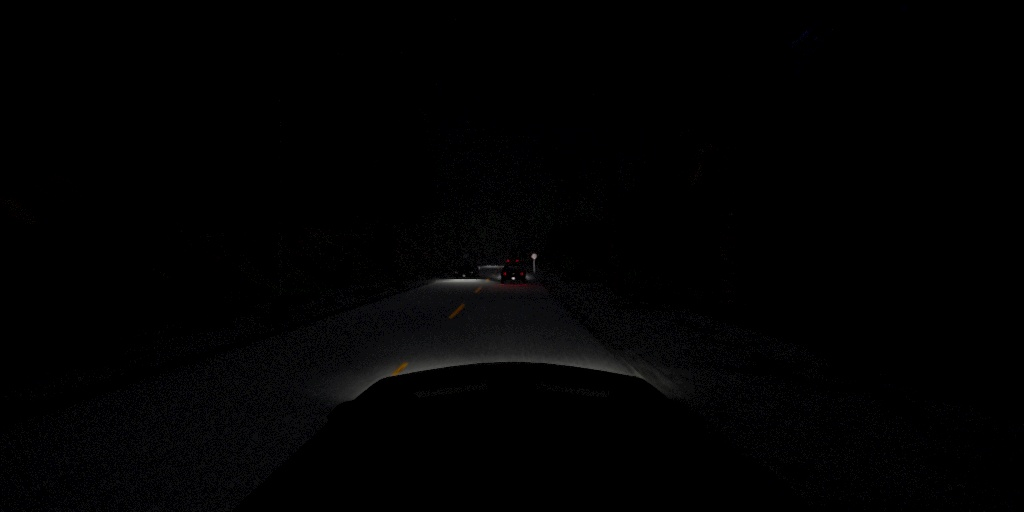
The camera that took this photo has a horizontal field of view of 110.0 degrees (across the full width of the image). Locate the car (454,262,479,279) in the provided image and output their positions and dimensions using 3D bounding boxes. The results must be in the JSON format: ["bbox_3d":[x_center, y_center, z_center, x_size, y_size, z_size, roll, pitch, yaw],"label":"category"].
[{"bbox_3d":[-4.078,1.299,33.150,2.033,1.411,5.357,0,0,0],"label":"car"}]

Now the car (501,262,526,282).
[{"bbox_3d":[0.103,1.353,28.515,1.895,1.301,4.718,0,0,0],"label":"car"}]

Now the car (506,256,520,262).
[{"bbox_3d":[0.107,0.973,61.811,2.150,2.045,5.566,0,0,0],"label":"car"}]
